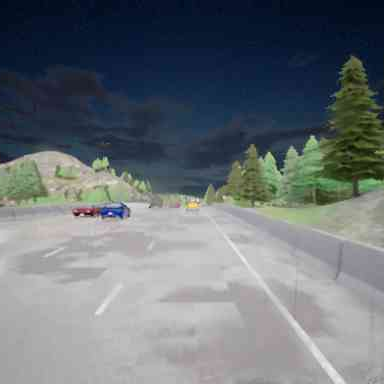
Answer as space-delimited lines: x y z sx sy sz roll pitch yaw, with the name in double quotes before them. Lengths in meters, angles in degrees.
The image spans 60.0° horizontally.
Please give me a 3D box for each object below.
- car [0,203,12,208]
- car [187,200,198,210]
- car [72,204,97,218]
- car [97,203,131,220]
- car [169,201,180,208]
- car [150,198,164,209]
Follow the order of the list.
"car" -20.981 1.853 35.184 2.033 1.411 5.357 0 -1 -2
"car" 0.114 2.128 55.467 1.801 1.575 5.366 0 -2 0
"car" -10.390 1.879 33.693 1.895 1.301 4.718 0 -1 0
"car" -6.891 1.709 30.568 1.882 1.535 5.008 0 -1 0
"car" -3.397 2.548 65.842 1.994 1.385 4.181 0 -2 0
"car" -6.891 2.196 65.626 2.150 2.045 5.566 0 -2 0
